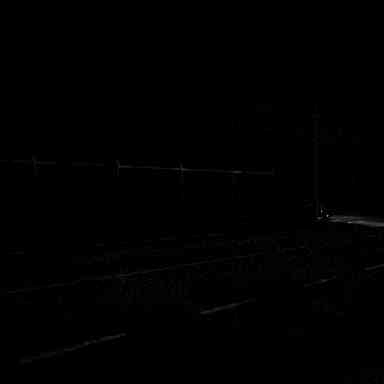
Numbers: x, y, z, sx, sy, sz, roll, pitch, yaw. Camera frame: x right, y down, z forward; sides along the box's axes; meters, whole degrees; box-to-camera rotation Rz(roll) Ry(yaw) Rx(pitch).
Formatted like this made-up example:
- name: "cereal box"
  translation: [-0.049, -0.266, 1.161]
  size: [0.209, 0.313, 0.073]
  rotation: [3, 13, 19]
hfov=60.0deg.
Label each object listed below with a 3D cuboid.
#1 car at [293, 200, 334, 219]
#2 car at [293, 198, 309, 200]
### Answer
- name: "car"
  translation: [9.959, 1.656, 29.300]
  size: [1.895, 1.301, 4.718]
  rotation: [0, 0, -34]
- name: "car"
  translation: [11.210, 1.407, 33.630]
  size: [2.097, 1.767, 4.553]
  rotation: [0, 0, -36]
